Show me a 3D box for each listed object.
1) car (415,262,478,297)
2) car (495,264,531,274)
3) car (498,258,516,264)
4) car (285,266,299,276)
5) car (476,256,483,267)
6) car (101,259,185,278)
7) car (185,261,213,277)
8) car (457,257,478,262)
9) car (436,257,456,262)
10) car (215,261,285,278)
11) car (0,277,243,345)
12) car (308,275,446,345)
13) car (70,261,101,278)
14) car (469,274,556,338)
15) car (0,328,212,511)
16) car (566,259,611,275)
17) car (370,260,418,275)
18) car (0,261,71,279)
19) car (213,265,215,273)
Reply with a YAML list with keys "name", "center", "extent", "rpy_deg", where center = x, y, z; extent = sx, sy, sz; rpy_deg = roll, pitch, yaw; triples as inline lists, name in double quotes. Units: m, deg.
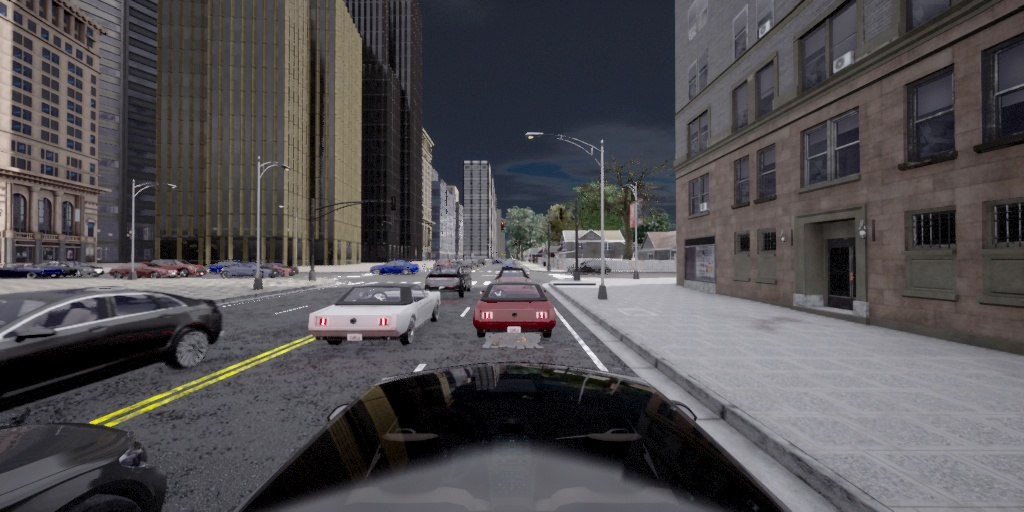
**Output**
- name: "car"
  center: [-3.209, 1.243, 18.715]
  extent: [2.128, 1.511, 4.902]
  rpy_deg: [0, 0, 0]
- name: "car"
  center: [0.038, 1.315, 18.940]
  extent: [1.994, 1.385, 4.181]
  rpy_deg: [0, 0, 0]
- name: "car"
  center: [-0.409, 1.299, 53.679]
  extent: [2.033, 1.411, 5.357]
  rpy_deg: [0, 0, 5]
- name: "car"
  center: [-22.832, 1.304, 34.224]
  extent: [4.181, 1.385, 1.994]
  rpy_deg: [0, -1, -3]
- name: "car"
  center: [-6.779, 1.257, 64.586]
  extent: [1.837, 1.490, 4.892]
  rpy_deg: [0, 0, 0]
- name: "car"
  center: [-31.215, 1.232, 30.449]
  extent: [4.674, 1.442, 1.812]
  rpy_deg: [0, -1, -4]
- name: "car"
  center: [-31.516, 1.091, 33.683]
  extent: [4.553, 1.767, 2.097]
  rpy_deg: [0, -1, -5]
- name: "car"
  center: [-6.771, 1.257, 54.447]
  extent: [1.837, 1.490, 4.892]
  rpy_deg: [0, 0, 0]
- name: "car"
  center: [-10.020, 1.104, 52.619]
  extent: [2.097, 1.767, 4.553]
  rpy_deg: [0, 0, 0]
- name: "car"
  center: [-22.543, 1.271, 30.983]
  extent: [4.181, 1.385, 1.994]
  rpy_deg: [0, -1, -3]
- name: "car"
  center: [-6.588, 1.242, 4.989]
  extent: [2.128, 1.511, 4.902]
  rpy_deg: [0, 0, 0]
- name: "car"
  center: [-3.181, 1.352, 9.462]
  extent: [1.895, 1.301, 4.718]
  rpy_deg: [0, 0, 0]
- name: "car"
  center: [-40.587, 1.228, 32.886]
  extent: [4.902, 1.511, 2.128]
  rpy_deg: [0, -1, -6]
- name: "car"
  center: [0.052, 1.350, 10.183]
  extent: [1.895, 1.301, 4.718]
  rpy_deg: [0, 0, 0]
- name: "car"
  center: [-3.141, 1.275, 0.319]
  extent: [1.812, 1.442, 4.674]
  rpy_deg: [0, 0, 0]
- name: "car"
  center: [8.090, 1.295, 37.876]
  extent: [4.674, 1.442, 1.812]
  rpy_deg: [0, -1, -2]
- name: "car"
  center: [-12.421, 1.240, 38.039]
  extent: [5.008, 1.535, 1.882]
  rpy_deg: [0, 0, -1]
- name: "car"
  center: [-40.383, 1.305, 29.649]
  extent: [4.718, 1.301, 1.895]
  rpy_deg: [0, -1, -6]
- name: "car"
  center: [-31.929, 1.284, 40.374]
  extent: [5.008, 1.535, 1.882]
  rpy_deg: [0, -1, -4]
